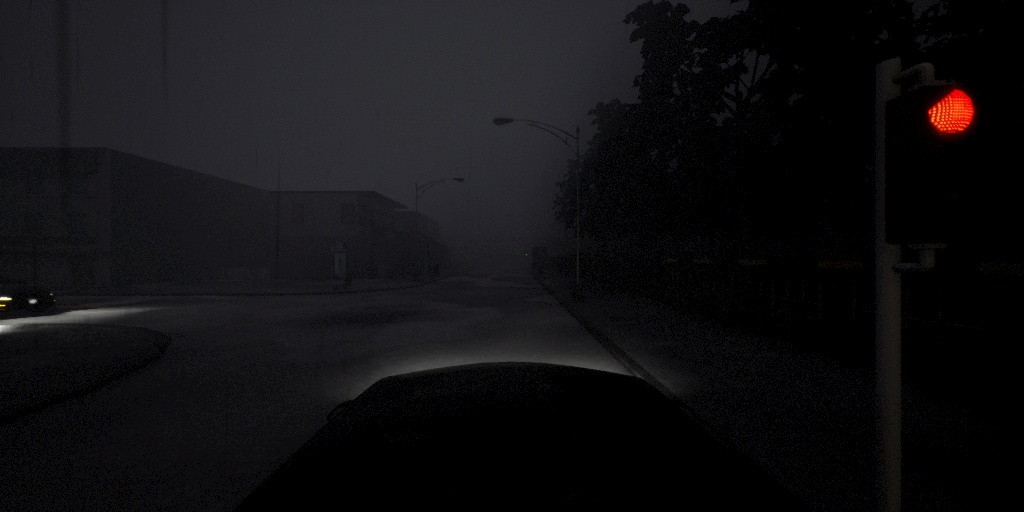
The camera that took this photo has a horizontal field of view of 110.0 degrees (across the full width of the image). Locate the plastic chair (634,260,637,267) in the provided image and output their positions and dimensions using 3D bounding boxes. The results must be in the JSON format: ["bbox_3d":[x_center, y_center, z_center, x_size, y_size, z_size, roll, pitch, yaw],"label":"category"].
[{"bbox_3d":[18.675,1.179,54.631,0.750,1.272,0.730,0,0,-39],"label":"plastic chair"}]

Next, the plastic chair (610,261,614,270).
[{"bbox_3d":[14.346,1.323,50.282,0.730,1.272,0.750,0,0,-35],"label":"plastic chair"}]

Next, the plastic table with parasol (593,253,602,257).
[{"bbox_3d":[14.702,0.693,59.398,2.482,2.480,2.482,0,0,-42],"label":"plastic table with parasol"}]

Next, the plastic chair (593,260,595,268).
[{"bbox_3d":[13.750,1.324,58.510,0.730,1.272,0.750,0,0,-35],"label":"plastic chair"}]

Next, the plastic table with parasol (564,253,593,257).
[{"bbox_3d":[10.002,0.702,53.925,2.482,2.480,2.482,0,0,-40],"label":"plastic table with parasol"}]

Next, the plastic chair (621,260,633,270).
[{"bbox_3d":[16.052,1.313,50.185,0.750,1.272,0.730,0,0,-40],"label":"plastic chair"}]

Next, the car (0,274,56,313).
[{"bbox_3d":[-18.355,1.258,11.935,4.892,1.490,1.837,0,0,0],"label":"car"}]

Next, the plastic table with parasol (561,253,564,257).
[{"bbox_3d":[10.717,0.726,62.366,2.482,2.480,2.482,0,0,-40],"label":"plastic table with parasol"}]

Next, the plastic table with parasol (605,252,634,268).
[{"bbox_3d":[15.320,0.711,51.183,2.482,2.480,2.482,0,0,-40],"label":"plastic table with parasol"}]

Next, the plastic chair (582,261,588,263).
[{"bbox_3d":[10.734,1.328,52.928,0.750,1.272,0.730,0,0,-40],"label":"plastic chair"}]
